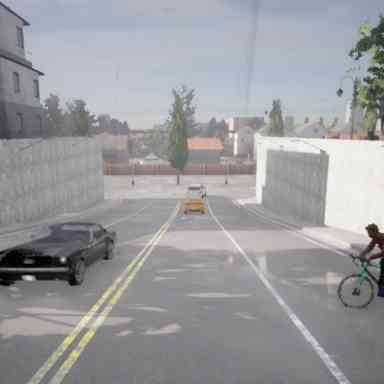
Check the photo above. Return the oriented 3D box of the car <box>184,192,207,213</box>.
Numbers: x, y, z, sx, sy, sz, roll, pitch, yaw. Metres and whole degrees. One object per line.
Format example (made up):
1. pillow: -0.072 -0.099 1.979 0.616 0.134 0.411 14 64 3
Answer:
1. car: 0.229 1.165 33.342 1.882 1.535 5.008 0 3 0

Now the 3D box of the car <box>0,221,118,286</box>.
1. car: -3.554 1.568 9.469 1.895 1.301 4.718 0 0 0

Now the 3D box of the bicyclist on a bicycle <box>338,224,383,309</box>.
1. bicyclist on a bicycle: 3.588 1.423 6.304 1.656 1.620 0.582 -2 1 1

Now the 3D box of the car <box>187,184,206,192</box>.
1. car: 0.646 -0.109 46.571 2.150 2.045 5.566 1 7 9
